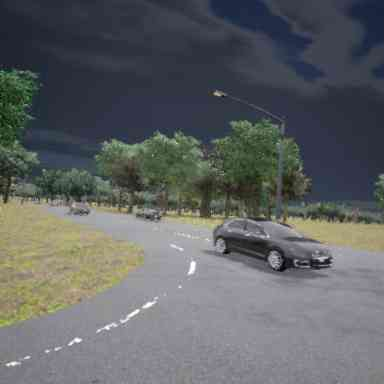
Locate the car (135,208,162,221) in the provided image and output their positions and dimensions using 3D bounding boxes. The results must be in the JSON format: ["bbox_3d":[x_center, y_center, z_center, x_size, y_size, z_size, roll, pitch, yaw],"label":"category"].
[{"bbox_3d":[-5.137,2.618,39.278,1.812,1.442,4.674,6,-4,-30],"label":"car"}]

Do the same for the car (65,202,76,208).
[{"bbox_3d":[-30.505,3.286,83.520,1.812,1.442,4.674,6,-4,-30],"label":"car"}]

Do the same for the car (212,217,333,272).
[{"bbox_3d":[2.586,1.718,11.804,1.837,1.490,4.892,5,-2,-30],"label":"car"}]

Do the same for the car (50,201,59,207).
[{"bbox_3d":[-33.624,2.946,81.519,2.128,1.511,4.902,6,-4,-25],"label":"car"}]

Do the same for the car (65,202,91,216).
[{"bbox_3d":[-13.452,2.019,39.769,1.837,1.490,4.892,6,-4,-30],"label":"car"}]
